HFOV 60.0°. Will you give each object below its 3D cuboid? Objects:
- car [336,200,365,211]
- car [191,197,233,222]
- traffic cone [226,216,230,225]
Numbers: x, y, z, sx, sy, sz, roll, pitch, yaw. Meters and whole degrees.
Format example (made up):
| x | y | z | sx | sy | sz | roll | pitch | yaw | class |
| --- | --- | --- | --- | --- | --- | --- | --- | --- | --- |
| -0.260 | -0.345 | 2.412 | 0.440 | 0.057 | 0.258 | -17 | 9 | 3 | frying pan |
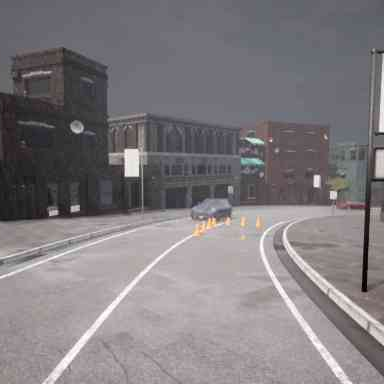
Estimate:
| x | y | z | sx | sy | sz | roll | pitch | yaw | class |
| --- | --- | --- | --- | --- | --- | --- | --- | --- | --- |
| 23.970 | 2.015 | 50.148 | 5.008 | 1.535 | 1.882 | 2 | 3 | -28 | car |
| 1.646 | 1.294 | 26.362 | 2.097 | 1.767 | 4.553 | 2 | 1 | 26 | car |
| 2.485 | 1.956 | 22.684 | 0.340 | 0.580 | 0.340 | 2 | 0 | 12 | traffic cone |
